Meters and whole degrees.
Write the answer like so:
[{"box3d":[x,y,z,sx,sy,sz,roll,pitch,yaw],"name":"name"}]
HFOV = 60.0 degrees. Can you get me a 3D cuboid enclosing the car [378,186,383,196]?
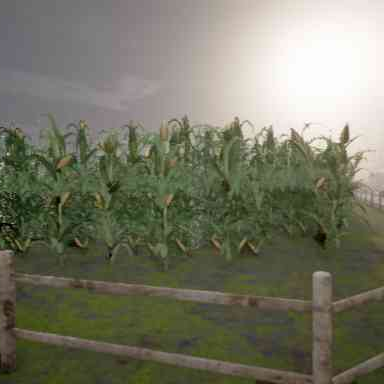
[{"box3d":[28.198,-0.088,47.924,2.128,1.511,4.902,0,2,20],"name":"car"}]
